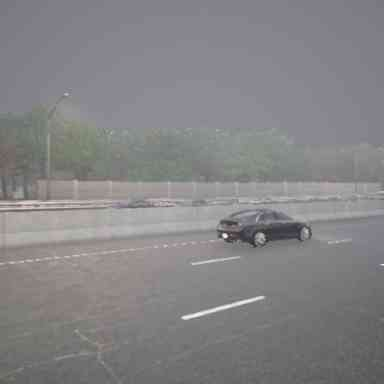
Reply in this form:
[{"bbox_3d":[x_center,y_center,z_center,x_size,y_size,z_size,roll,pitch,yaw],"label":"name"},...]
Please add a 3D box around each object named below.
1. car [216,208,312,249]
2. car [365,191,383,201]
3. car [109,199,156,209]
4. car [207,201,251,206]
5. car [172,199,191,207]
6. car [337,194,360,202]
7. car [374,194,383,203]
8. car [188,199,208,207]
[{"bbox_3d":[3.298,1.496,14.673,4.892,1.490,1.837,0,0,-35],"label":"car"},{"bbox_3d":[27.938,0.958,49.288,5.566,2.045,2.150,-1,1,-34],"label":"car"},{"bbox_3d":[-6.074,1.492,34.012,4.892,1.490,1.837,0,0,-35],"label":"car"},{"bbox_3d":[3.775,1.548,28.116,4.181,1.385,1.994,0,0,-35],"label":"car"},{"bbox_3d":[0.148,1.488,34.125,4.892,1.490,1.837,0,0,-35],"label":"car"},{"bbox_3d":[26.933,1.168,57.100,4.892,1.490,1.837,-1,1,-34],"label":"car"},{"bbox_3d":[33.974,1.046,57.707,4.902,1.511,2.128,-2,1,-34],"label":"car"},{"bbox_3d":[2.364,1.584,31.407,4.718,1.301,1.895,0,0,-35],"label":"car"}]
